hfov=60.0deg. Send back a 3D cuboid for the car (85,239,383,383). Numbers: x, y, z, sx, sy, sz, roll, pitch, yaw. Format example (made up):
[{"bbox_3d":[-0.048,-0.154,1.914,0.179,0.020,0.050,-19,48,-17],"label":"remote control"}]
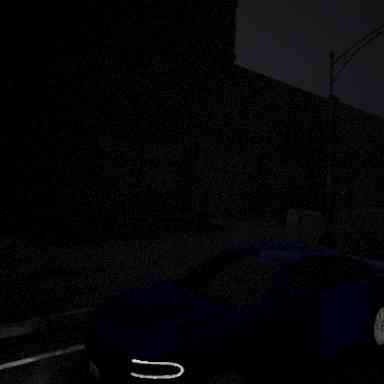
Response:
[{"bbox_3d":[1.069,1.509,4.754,5.008,1.535,1.882,1,0,-35],"label":"car"}]
